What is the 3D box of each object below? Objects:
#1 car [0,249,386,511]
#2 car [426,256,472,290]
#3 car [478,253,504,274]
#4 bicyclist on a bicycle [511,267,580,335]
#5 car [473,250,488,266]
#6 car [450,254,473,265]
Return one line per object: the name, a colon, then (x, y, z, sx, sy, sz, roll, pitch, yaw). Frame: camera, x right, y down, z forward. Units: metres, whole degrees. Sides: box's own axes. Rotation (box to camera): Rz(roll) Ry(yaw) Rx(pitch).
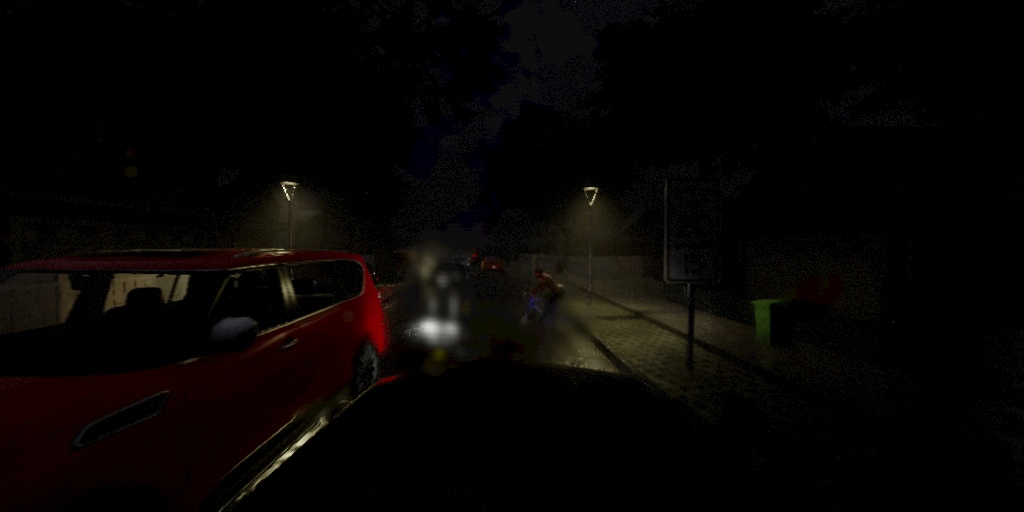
car: (-2.911, 0.949, 3.124, 2.150, 2.045, 5.566, 0, 1, -1)
car: (-3.560, 0.960, 19.999, 2.128, 1.511, 4.902, 0, 1, -4)
car: (-1.840, 0.746, 33.056, 1.882, 1.535, 5.008, 0, 1, -7)
bicyclist on a bicycle: (0.792, 1.072, 8.490, 1.656, 1.620, 0.582, -1, 1, -2)
car: (-4.462, 0.240, 50.085, 2.150, 2.045, 5.566, 0, 1, -10)
car: (-4.991, 0.760, 35.497, 1.812, 1.442, 4.674, 0, 1, -7)
